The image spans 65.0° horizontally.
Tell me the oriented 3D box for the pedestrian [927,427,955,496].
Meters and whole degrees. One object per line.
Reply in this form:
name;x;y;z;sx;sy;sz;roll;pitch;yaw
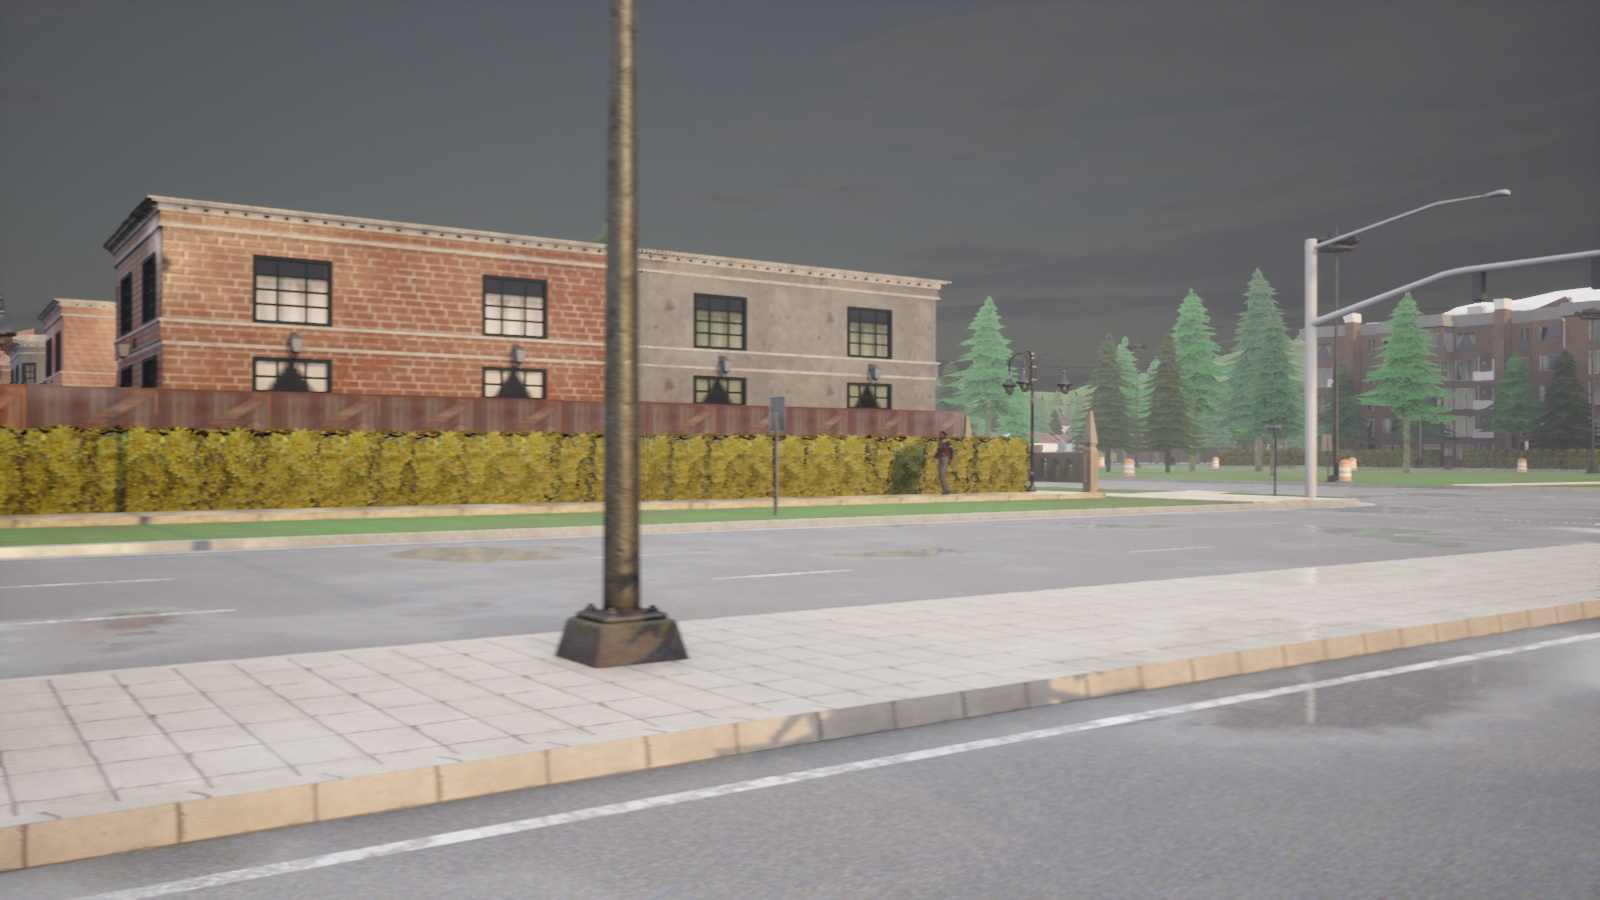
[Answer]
pedestrian;3.981;0.330;35.470;0.666;1.930;0.402;0;0;-35
